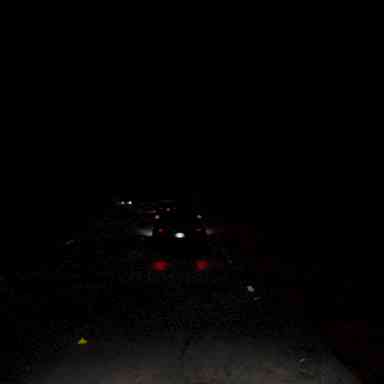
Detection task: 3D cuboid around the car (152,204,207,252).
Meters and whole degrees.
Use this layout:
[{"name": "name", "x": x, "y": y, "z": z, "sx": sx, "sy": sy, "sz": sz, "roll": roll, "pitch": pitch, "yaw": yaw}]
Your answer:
[{"name": "car", "x": -0.535, "y": 1.418, "z": 13.304, "sx": 1.994, "sy": 1.385, "sz": 4.181, "roll": 0, "pitch": 1, "yaw": -4}]

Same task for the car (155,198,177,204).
[{"name": "car", "x": -2.213, "y": 1.213, "z": 28.938, "sx": 1.812, "sy": 1.442, "sz": 4.674, "roll": 0, "pitch": 1, "yaw": -8}]

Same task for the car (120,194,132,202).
[{"name": "car", "x": -11.428, "y": 0.970, "z": 57.490, "sx": 2.033, "sy": 1.411, "sz": 5.357, "roll": 0, "pitch": 1, "yaw": -15}]
